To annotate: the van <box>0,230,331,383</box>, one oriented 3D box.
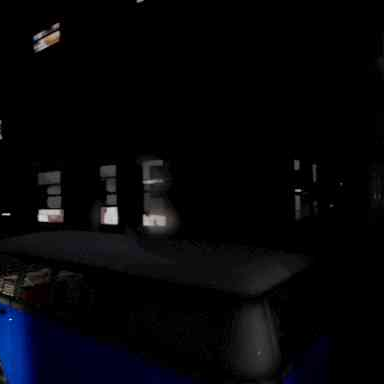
[{"bbox_3d":[-0.690,1.364,3.390,3.998,1.788,1.690,-1,-1,36],"label":"van"}]
